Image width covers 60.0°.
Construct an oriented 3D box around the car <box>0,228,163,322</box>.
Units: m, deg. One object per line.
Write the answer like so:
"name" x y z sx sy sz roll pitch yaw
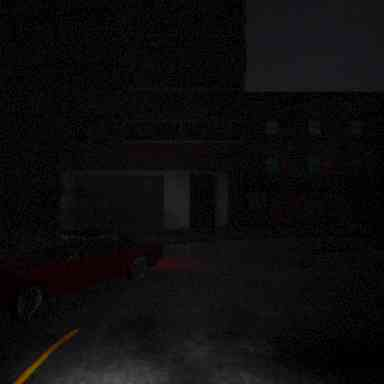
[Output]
"car" -2.748 1.561 7.478 1.895 1.301 4.718 0 0 32
